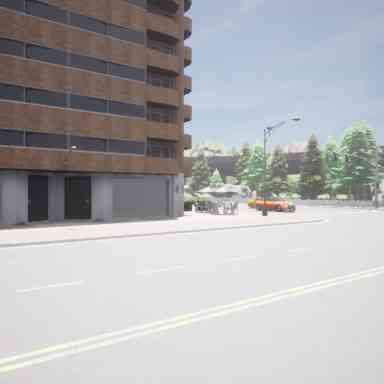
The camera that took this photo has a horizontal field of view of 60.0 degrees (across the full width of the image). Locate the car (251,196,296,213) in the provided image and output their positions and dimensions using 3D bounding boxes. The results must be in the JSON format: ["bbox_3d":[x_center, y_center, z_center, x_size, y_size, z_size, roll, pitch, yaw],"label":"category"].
[{"bbox_3d":[9.220,1.296,36.753,2.097,1.767,4.553,0,0,-33],"label":"car"}]

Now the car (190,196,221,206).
[{"bbox_3d":[2.124,1.422,52.676,1.882,1.535,5.008,0,0,-42],"label":"car"}]

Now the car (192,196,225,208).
[{"bbox_3d":[2.362,1.492,47.065,2.033,1.411,5.357,0,0,-34],"label":"car"}]

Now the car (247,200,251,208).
[{"bbox_3d":[9.327,1.422,42.873,1.882,1.535,5.008,0,0,-34],"label":"car"}]
